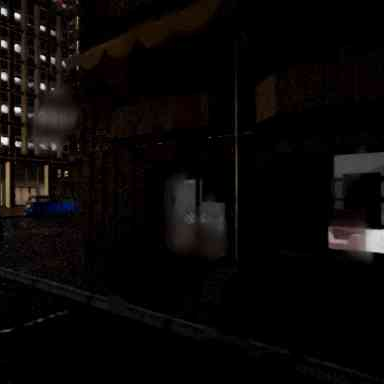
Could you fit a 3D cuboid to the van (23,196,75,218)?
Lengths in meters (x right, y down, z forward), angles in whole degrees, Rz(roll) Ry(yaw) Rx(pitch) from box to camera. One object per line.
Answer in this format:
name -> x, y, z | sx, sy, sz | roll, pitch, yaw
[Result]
van -> -11.753, 1.188, 27.580 | 1.690, 1.788, 3.998 | -1, -1, 36
